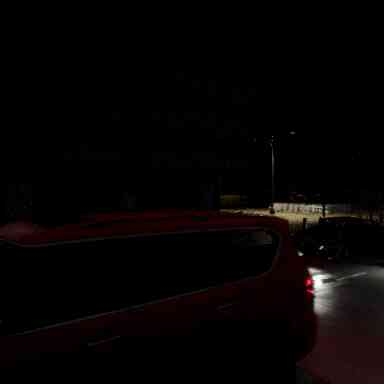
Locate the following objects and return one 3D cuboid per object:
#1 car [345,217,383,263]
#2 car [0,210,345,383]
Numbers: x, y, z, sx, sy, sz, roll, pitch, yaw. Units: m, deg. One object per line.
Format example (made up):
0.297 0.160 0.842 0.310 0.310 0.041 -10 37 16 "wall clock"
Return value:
5.684 1.656 12.361 5.357 1.411 2.033 1 0 -36 "car"
-1.113 1.233 3.203 5.566 2.045 2.150 1 -1 -35 "car"
